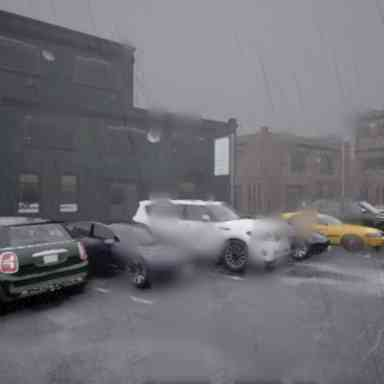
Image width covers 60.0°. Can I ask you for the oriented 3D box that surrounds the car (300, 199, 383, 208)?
[{"bbox_3d":[7.762,1.357,16.454,5.566,2.045,2.435,-1,-2,35],"label":"car"}]

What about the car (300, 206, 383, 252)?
[{"bbox_3d":[5.435,1.578,14.620,5.366,1.575,1.946,-1,-1,35],"label":"car"}]

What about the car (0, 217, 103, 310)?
[{"bbox_3d":[-4.527,1.365,7.799,4.553,1.767,2.185,-1,-1,35],"label":"car"}]

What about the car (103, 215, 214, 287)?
[{"bbox_3d":[-2.065,1.542,9.535,4.792,1.488,2.163,-1,-1,35],"label":"car"}]

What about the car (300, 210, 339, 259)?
[{"bbox_3d":[2.848,1.588,12.981,4.792,1.488,2.163,-1,-1,35],"label":"car"}]

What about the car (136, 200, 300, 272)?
[{"bbox_3d":[0.390,1.284,11.263,5.566,2.045,2.435,-1,-1,35],"label":"car"}]
